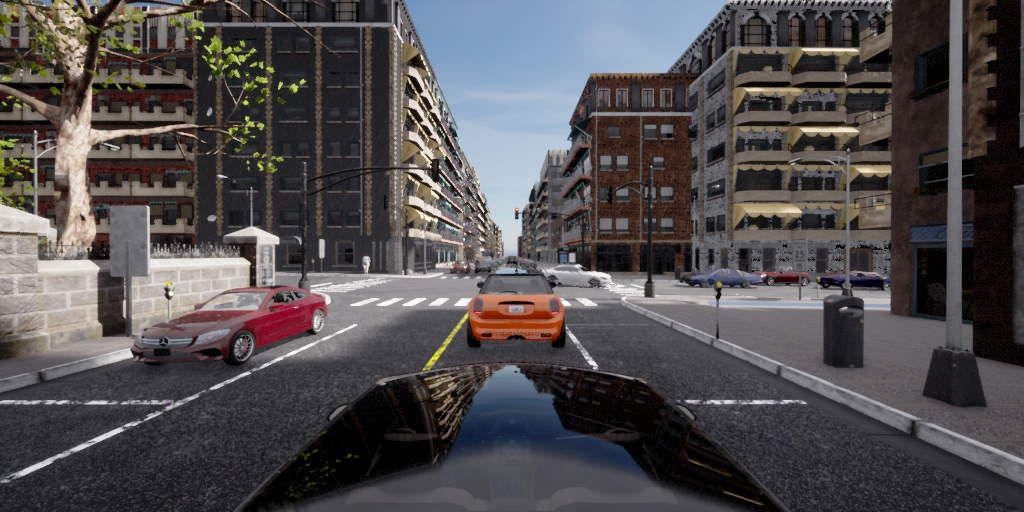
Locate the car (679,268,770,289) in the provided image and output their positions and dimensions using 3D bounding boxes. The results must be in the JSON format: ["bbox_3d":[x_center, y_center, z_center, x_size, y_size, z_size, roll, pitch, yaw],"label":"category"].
[{"bbox_3d":[15.217,1.583,26.167,5.357,1.411,2.033,1,0,-1],"label":"car"}]

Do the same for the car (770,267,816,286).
[{"bbox_3d":[21.345,1.570,28.812,4.097,1.591,1.967,0,0,-1],"label":"car"}]

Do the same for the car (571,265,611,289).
[{"bbox_3d":[4.210,1.306,24.002,4.674,1.442,1.812,2,1,27],"label":"car"}]

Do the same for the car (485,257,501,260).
[{"bbox_3d":[-3.162,1.311,56.394,1.994,1.385,4.181,0,0,0],"label":"car"}]

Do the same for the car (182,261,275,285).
[{"bbox_3d":[-17.675,1.034,22.524,4.181,1.385,1.994,1,0,-1],"label":"car"}]

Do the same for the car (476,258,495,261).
[{"bbox_3d":[-3.151,1.250,40.357,1.837,1.490,4.892,0,0,0],"label":"car"}]

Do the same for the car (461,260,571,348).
[{"bbox_3d":[0.118,1.101,9.438,2.097,1.767,4.553,0,0,1],"label":"car"}]

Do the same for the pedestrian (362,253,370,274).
[{"bbox_3d":[-12.751,0.651,31.322,0.375,1.860,0.375,0,-1,-1],"label":"pedestrian"}]

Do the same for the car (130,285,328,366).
[{"bbox_3d":[-5.696,1.331,7.928,1.802,1.307,4.207,0,0,0],"label":"car"}]

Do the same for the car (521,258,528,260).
[{"bbox_3d":[2.625,1.297,51.622,2.007,1.370,4.403,0,0,0],"label":"car"}]

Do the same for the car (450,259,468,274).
[{"bbox_3d":[-5.740,1.186,40.339,1.967,1.591,4.097,0,0,0],"label":"car"}]

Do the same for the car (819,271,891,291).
[{"bbox_3d":[25.250,1.814,26.299,4.718,1.301,1.895,1,0,-1],"label":"car"}]
